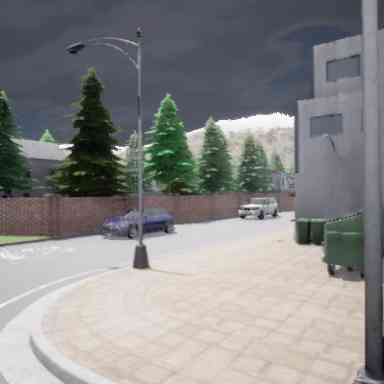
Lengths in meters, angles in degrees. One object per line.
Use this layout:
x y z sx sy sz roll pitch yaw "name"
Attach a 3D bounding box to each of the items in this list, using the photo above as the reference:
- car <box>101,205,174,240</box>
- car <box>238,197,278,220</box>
-3.130 1.704 19.710 2.097 1.767 4.553 -1 -1 37 "car"
6.673 1.572 32.946 2.150 2.045 5.566 -1 -1 36 "car"
